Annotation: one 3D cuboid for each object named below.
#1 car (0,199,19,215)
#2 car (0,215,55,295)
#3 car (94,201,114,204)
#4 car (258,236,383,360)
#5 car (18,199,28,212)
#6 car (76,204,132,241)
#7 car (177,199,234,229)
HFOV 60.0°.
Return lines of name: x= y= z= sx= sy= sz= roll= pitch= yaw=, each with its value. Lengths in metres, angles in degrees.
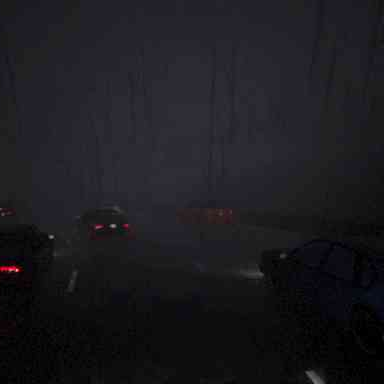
car: x=-16.567 y=1.544 z=28.507 sx=1.837 sy=1.490 sz=4.892 roll=0 pitch=0 yaw=-39
car: x=-4.817 y=1.558 z=8.667 sx=2.033 sy=1.411 sz=5.357 roll=0 pitch=0 yaw=-16
car: x=-7.545 y=1.506 z=28.250 sx=1.812 sy=1.442 sz=4.674 roll=0 pitch=0 yaw=-34
car: x=2.963 y=1.513 z=5.951 sx=2.033 sy=1.411 sz=5.357 roll=0 pitch=0 yaw=-10
car: x=-20.309 y=1.519 z=37.675 sx=5.008 sy=1.535 sz=1.882 roll=-1 pitch=0 yaw=45
car: x=-4.564 y=1.537 z=16.755 sx=2.033 sy=1.411 sz=5.357 roll=0 pitch=0 yaw=-27
car: x=0.718 y=1.295 z=21.517 sx=2.097 sy=1.767 sz=4.553 roll=-1 pitch=0 yaw=-28
